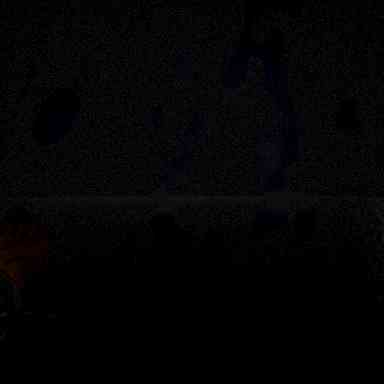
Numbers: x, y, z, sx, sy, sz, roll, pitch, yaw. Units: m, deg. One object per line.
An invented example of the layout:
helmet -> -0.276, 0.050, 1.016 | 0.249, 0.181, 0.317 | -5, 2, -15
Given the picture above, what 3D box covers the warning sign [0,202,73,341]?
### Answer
warning sign -> -2.780, 1.119, 5.297 | 1.060, 1.860, 1.300 | 0, 0, 35
